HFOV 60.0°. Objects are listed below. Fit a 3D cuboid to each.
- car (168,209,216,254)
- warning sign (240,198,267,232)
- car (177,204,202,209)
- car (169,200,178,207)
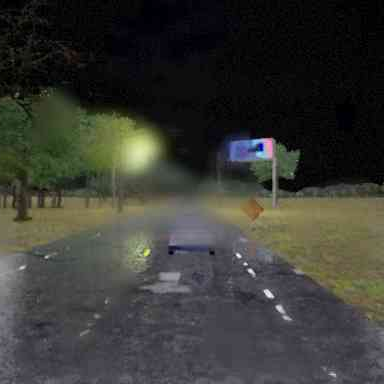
[{"bbox_3d":[-0.021,1.681,14.038,2.033,1.411,5.357,0,-1,0],"label":"car"},{"bbox_3d":[3.501,1.296,19.068,1.300,1.860,1.060,0,-1,0],"label":"warning sign"},{"bbox_3d":[-0.106,1.855,29.352,1.994,1.385,4.181,0,-1,0],"label":"car"},{"bbox_3d":[-3.929,2.483,71.787,1.882,1.535,5.008,0,-1,0],"label":"car"}]
